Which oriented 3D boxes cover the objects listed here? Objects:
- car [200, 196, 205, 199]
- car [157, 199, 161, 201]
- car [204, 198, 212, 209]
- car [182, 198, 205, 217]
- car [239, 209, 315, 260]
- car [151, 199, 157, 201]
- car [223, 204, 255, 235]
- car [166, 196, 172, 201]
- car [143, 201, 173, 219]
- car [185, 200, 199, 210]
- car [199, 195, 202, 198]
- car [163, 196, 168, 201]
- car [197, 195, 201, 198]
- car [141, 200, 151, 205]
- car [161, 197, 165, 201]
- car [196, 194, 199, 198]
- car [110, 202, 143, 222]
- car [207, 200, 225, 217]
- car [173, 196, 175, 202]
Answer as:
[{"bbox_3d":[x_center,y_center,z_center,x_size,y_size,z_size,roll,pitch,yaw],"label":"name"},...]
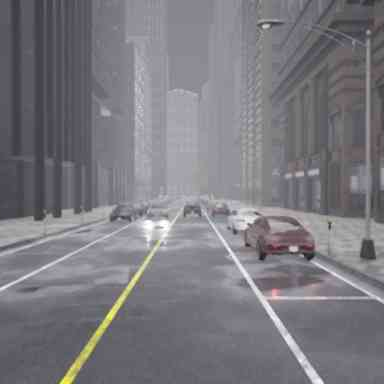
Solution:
[{"bbox_3d":[2.840,1.862,56.298,2.008,1.369,4.403,-1,0,0],"label":"car"},{"bbox_3d":[-5.684,1.800,45.042,1.887,1.381,4.507,-1,0,0],"label":"car"},{"bbox_3d":[2.842,1.782,45.219,1.752,1.417,4.829,-1,0,0],"label":"car"},{"bbox_3d":[0.049,1.703,34.101,1.837,1.490,4.892,0,0,0],"label":"car"},{"bbox_3d":[3.146,1.601,12.592,1.812,1.442,4.674,0,0,0],"label":"car"},{"bbox_3d":[-5.683,1.770,39.417,1.887,1.381,4.507,-1,0,0],"label":"car"},{"bbox_3d":[3.145,1.641,19.592,1.812,1.442,4.674,0,0,0],"label":"car"},{"bbox_3d":[-5.687,1.914,67.540,2.008,1.369,4.403,-1,0,0],"label":"car"},{"bbox_3d":[-3.103,1.783,31.346,1.895,1.301,4.718,0,0,0],"label":"car"},{"bbox_3d":[0.031,1.872,48.013,1.895,1.301,4.718,0,0,1],"label":"car"},{"bbox_3d":[2.838,1.909,67.546,1.887,1.381,4.507,-1,0,0],"label":"car"},{"bbox_3d":[-5.685,1.862,56.291,2.008,1.369,4.403,-1,0,0],"label":"car"},{"bbox_3d":[2.836,1.983,84.419,1.887,1.381,4.507,-1,0,0],"label":"car"},{"bbox_3d":[-5.682,1.740,33.793,1.887,1.381,4.507,-1,0,0],"label":"car"},{"bbox_3d":[-5.685,1.828,50.666,1.887,1.381,4.507,-1,0,0],"label":"car"},{"bbox_3d":[2.834,1.901,90.045,1.967,1.590,4.097,-1,0,0],"label":"car"},{"bbox_3d":[-5.681,1.730,28.167,1.947,1.339,4.313,-1,0,0],"label":"car"},{"bbox_3d":[2.844,1.778,33.799,1.802,1.307,4.206,-1,0,0],"label":"car"},{"bbox_3d":[-5.690,1.854,78.790,1.967,1.590,4.097,-1,0,0],"label":"car"}]
